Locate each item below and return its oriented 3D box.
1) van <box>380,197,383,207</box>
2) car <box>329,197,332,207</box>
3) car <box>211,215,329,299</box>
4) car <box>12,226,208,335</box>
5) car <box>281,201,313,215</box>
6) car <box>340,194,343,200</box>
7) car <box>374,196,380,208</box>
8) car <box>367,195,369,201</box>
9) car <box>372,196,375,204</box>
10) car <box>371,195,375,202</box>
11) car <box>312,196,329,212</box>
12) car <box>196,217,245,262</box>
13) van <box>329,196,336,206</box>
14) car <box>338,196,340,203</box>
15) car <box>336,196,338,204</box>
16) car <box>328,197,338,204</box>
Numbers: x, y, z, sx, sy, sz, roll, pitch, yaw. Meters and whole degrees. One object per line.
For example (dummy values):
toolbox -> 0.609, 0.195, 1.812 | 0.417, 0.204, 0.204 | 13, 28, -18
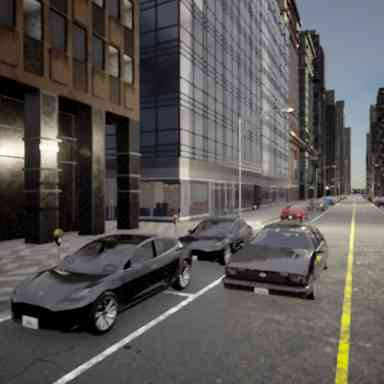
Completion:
van -> 25.960, 1.516, 43.438 | 1.690, 1.788, 3.998 | 0, 0, 26
car -> 18.308, 1.751, 47.194 | 1.887, 1.381, 4.507 | 0, 0, 26
car -> 2.584, 1.587, 8.970 | 2.033, 1.411, 5.357 | 0, 0, 27
car -> -1.486, 1.603, 6.986 | 1.947, 1.339, 4.313 | 0, 0, 26
car -> 8.411, 1.665, 27.090 | 1.887, 1.381, 4.507 | 0, 0, 26
car -> 35.629, 1.799, 82.378 | 1.967, 1.590, 4.097 | 0, 0, 26
car -> 30.910, 1.763, 53.489 | 1.887, 1.381, 4.507 | 0, 0, 26
car -> 45.756, 1.893, 83.643 | 1.887, 1.381, 4.507 | 0, 0, 26
car -> 33.384, 1.784, 58.515 | 1.887, 1.381, 4.507 | 0, 0, 26
car -> 35.858, 1.702, 63.541 | 1.967, 1.590, 4.097 | 0, 0, 26
car -> 15.834, 1.625, 42.169 | 1.967, 1.590, 4.097 | 0, 0, 26
car -> 0.988, 1.623, 12.012 | 1.947, 1.339, 4.313 | 0, 0, 26
van -> 23.257, 1.591, 57.248 | 1.690, 1.788, 3.998 | 0, 0, 26
car -> 28.206, 1.838, 67.298 | 1.887, 1.381, 4.507 | 0, 0, 26
car -> 25.732, 1.816, 62.273 | 1.887, 1.381, 4.507 | 0, 0, 26
car -> 30.606, 1.840, 72.172 | 1.752, 1.417, 4.829 | 0, 0, 26
